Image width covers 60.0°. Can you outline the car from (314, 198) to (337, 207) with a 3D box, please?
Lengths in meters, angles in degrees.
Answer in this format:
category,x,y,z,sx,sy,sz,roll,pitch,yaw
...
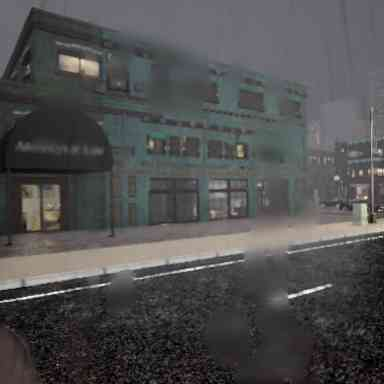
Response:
category,x,y,z,sx,sy,sz,roll,pitch,yaw
car,21.026,1.590,49.334,2.008,1.369,4.403,-2,0,-35

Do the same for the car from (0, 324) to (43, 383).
category,x,y,z,sx,sy,sz,roll,pitch,yaw
car,-3.395,1.559,1.264,5.357,1.411,2.033,0,0,-35

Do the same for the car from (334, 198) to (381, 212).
category,x,y,z,sx,sy,sz,roll,pitch,yaw
car,18.940,1.635,37.606,1.947,1.339,4.313,-2,0,-35

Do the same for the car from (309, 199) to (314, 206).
category,x,y,z,sx,sy,sz,roll,pitch,yaw
car,17.816,1.685,53.844,1.802,1.307,4.206,-2,0,-35
